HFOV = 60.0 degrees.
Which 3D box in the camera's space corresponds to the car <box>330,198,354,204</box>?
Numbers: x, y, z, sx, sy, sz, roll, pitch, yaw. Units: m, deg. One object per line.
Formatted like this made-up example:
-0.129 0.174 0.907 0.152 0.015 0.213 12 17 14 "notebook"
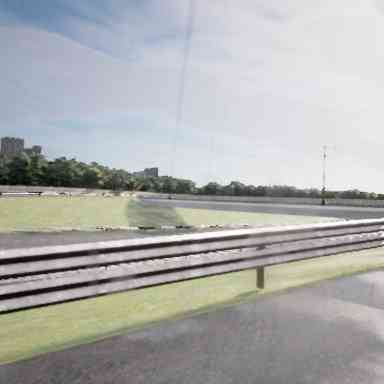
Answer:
26.832 1.740 59.140 4.181 1.385 1.994 1 -1 37 "car"
